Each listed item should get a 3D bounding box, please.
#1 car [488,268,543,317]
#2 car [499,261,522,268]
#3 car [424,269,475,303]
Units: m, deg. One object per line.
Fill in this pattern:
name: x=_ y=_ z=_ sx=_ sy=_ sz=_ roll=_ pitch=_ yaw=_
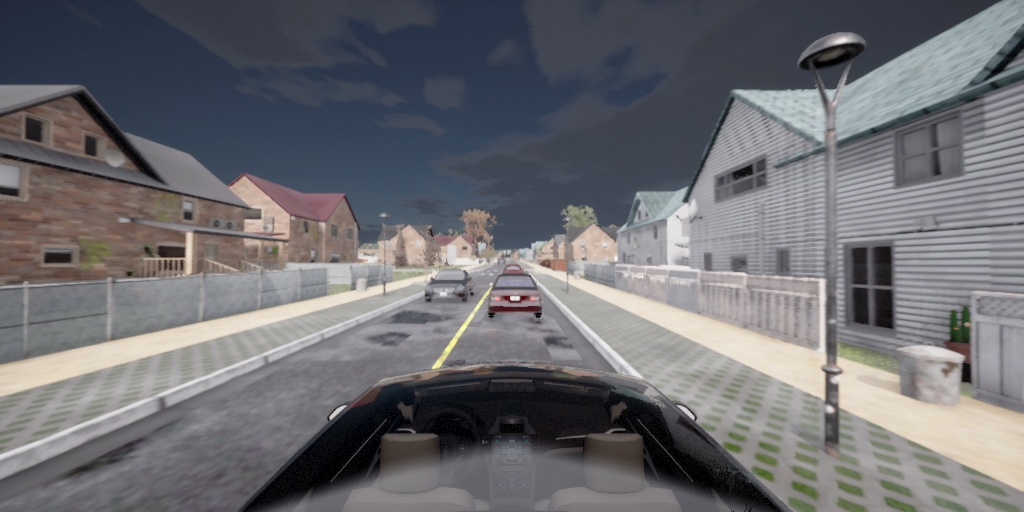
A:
car: x=0.097 y=1.347 z=13.425 sx=2.033 sy=1.411 sz=5.357 roll=0 pitch=0 yaw=0
car: x=0.098 y=1.390 z=29.339 sx=1.812 sy=1.442 sz=4.674 roll=0 pitch=0 yaw=0
car: x=-2.843 y=1.341 z=17.193 sx=1.812 sy=1.442 sz=4.674 roll=0 pitch=0 yaw=0
